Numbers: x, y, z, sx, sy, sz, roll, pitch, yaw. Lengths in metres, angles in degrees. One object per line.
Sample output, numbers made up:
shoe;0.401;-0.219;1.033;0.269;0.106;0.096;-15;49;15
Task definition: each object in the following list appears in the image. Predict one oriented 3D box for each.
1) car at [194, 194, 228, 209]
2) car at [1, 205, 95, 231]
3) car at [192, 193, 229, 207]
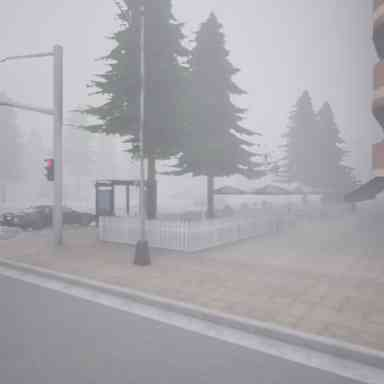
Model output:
car;2.490;1.437;45.110;5.008;1.535;1.882;0;0;-43
car;-8.351;1.483;19.993;2.033;1.411;5.357;0;0;38
car;2.899;1.181;50.176;5.566;2.045;2.150;0;0;-38
